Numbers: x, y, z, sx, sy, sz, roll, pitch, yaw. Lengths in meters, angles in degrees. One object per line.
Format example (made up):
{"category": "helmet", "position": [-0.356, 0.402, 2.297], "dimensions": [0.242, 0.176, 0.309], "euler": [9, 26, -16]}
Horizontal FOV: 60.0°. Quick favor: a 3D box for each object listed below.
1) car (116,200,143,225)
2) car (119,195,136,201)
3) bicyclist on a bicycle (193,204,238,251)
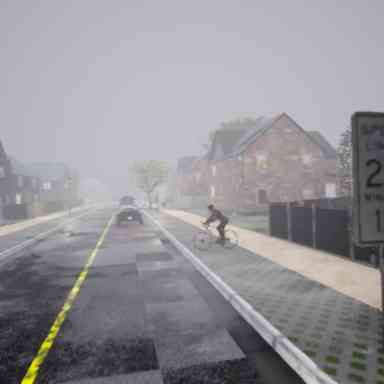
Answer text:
{"category": "car", "position": [-4.756, 1.647, 25.293], "dimensions": [1.812, 1.442, 4.674], "euler": [-2, 0, -11]}
{"category": "car", "position": [-9.500, 1.540, 49.032], "dimensions": [2.150, 2.045, 5.566], "euler": [-2, 0, -11]}
{"category": "bicyclist on a bicycle", "position": [0.835, 1.262, 11.869], "dimensions": [1.656, 1.620, 0.582], "euler": [-2, 0, -11]}
